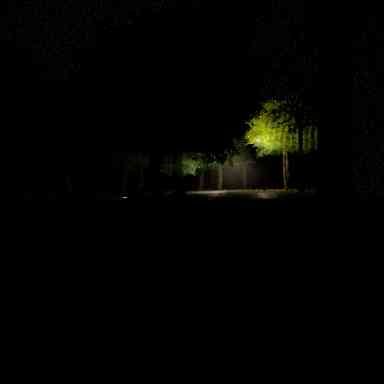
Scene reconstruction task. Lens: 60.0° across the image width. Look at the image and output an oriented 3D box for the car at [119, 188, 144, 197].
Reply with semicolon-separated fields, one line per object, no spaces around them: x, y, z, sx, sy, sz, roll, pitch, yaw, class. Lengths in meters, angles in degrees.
-10.702;0.040;59.153;1.837;1.490;4.892;-1;2;38;car
